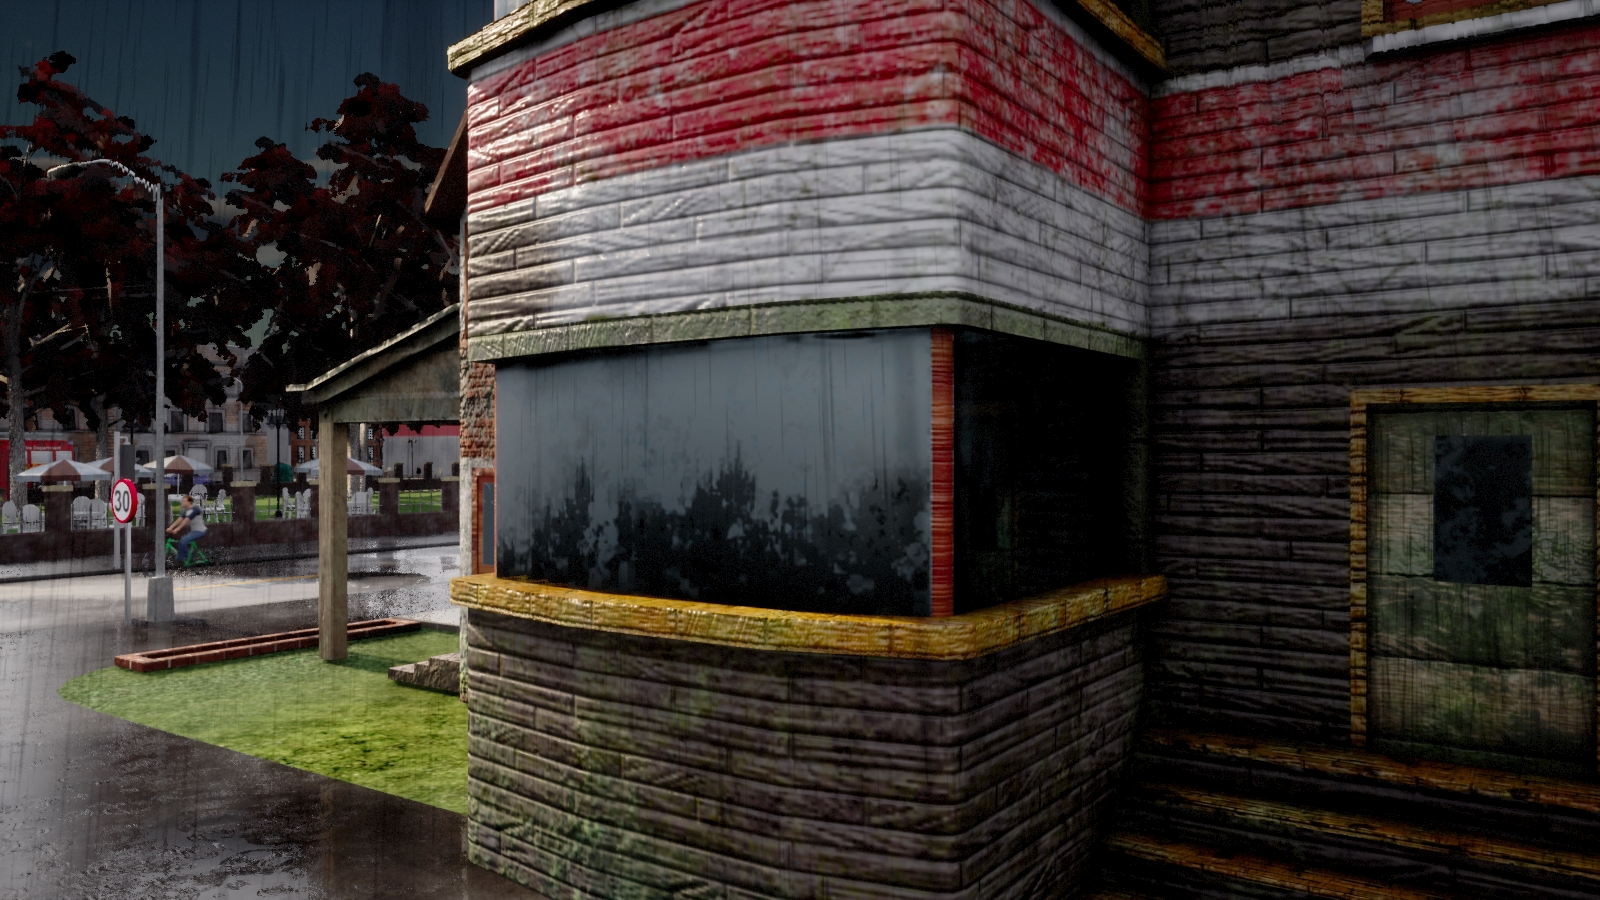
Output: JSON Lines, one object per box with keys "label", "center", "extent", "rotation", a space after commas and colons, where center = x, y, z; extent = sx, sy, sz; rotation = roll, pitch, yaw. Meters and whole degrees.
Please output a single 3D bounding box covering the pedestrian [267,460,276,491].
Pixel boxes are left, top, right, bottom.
{"label": "pedestrian", "center": [-32.087, 1.524, 69.350], "extent": [0.375, 1.860, 0.375], "rotation": [0, 0, 43]}
